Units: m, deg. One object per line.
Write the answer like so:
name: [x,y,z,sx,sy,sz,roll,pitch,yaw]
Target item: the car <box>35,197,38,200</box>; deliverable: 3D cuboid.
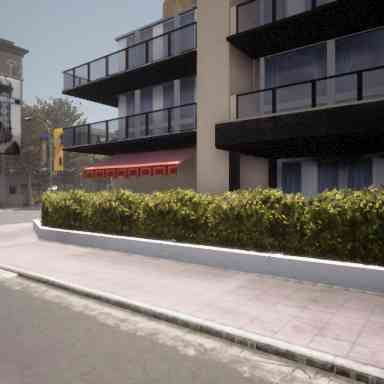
car: [-34.518,1.481,68.376,4.892,1.521,2.231,0,0,37]
